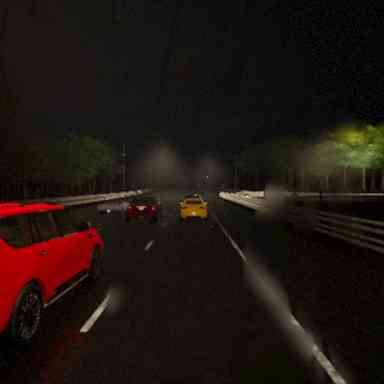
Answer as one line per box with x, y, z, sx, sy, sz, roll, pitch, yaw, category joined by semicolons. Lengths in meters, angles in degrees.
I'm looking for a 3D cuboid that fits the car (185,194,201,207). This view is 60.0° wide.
0.120;1.024;41.667;1.994;1.385;4.181;0;1;0;car

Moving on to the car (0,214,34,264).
-6.896;1.529;10.308;1.994;1.385;4.181;0;1;0;car

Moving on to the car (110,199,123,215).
-6.886;1.262;29.790;1.895;1.301;4.718;0;1;0;car

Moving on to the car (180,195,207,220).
0.112;1.219;24.963;1.882;1.535;5.008;0;1;0;car

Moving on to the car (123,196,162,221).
-3.391;1.103;24.373;2.097;1.767;4.553;0;1;0;car

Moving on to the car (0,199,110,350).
-3.396;1.215;6.348;2.150;2.045;5.566;0;0;0;car
